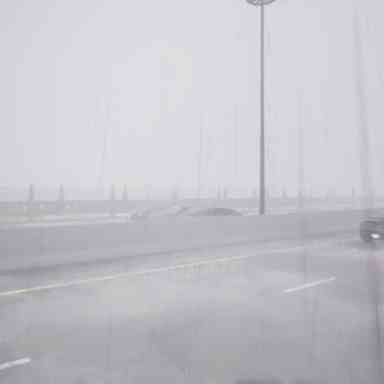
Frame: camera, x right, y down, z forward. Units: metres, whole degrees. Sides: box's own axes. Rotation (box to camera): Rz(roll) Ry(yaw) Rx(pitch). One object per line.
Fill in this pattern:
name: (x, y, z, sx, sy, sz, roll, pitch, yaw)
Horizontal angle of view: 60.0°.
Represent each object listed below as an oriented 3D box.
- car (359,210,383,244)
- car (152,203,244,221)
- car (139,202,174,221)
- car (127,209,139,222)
car: (9.292, 1.506, 14.663, 4.892, 1.490, 1.837, 0, 0, -35)
car: (0.655, 1.506, 17.350, 4.892, 1.490, 1.837, 0, 0, -35)
car: (-0.639, 1.527, 20.726, 4.674, 1.442, 1.812, 0, 0, -35)
car: (-2.259, 1.493, 23.869, 4.902, 1.511, 2.128, 0, 0, -35)
